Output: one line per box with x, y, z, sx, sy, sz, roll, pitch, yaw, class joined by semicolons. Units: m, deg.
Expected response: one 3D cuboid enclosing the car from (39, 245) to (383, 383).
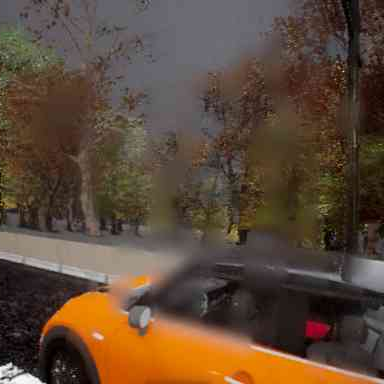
0.473;1.356;3.348;4.553;1.767;2.097;0;0;35;car
